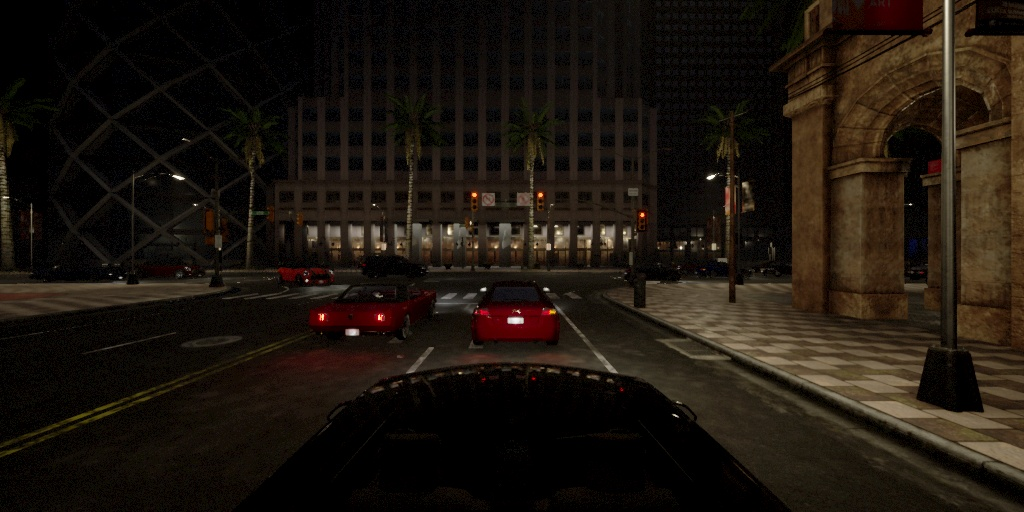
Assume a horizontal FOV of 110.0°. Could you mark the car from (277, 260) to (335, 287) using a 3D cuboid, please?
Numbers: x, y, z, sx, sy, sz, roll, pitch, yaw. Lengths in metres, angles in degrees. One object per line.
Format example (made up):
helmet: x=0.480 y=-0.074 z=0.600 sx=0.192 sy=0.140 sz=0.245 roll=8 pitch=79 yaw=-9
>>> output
car: x=-14.168 y=1.102 z=24.646 sx=4.553 sy=1.767 sz=2.097 roll=0 pitch=0 yaw=37

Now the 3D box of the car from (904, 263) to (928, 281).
car: x=33.497 y=1.297 z=27.821 sx=5.357 sy=1.411 sz=2.033 roll=0 pitch=0 yaw=0

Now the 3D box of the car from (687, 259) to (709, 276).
car: x=17.809 y=1.102 z=35.064 sx=4.553 sy=1.767 sz=2.097 roll=0 pitch=0 yaw=0

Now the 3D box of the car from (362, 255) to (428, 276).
car: x=-10.220 y=0.972 z=31.439 sx=5.566 sy=2.045 sz=2.150 roll=0 pitch=0 yaw=0

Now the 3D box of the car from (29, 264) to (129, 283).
car: x=-33.131 y=1.297 z=27.570 sx=5.357 sy=1.411 sz=2.033 roll=0 pitch=0 yaw=-8

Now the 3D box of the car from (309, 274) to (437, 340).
car: x=-3.419 y=1.351 z=9.931 sx=1.895 sy=1.301 sz=4.718 roll=0 pitch=0 yaw=0

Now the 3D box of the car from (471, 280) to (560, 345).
car: x=0.080 y=1.314 z=9.470 sx=1.994 sy=1.385 sz=4.181 roll=0 pitch=0 yaw=0

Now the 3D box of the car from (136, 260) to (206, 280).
car: x=-29.511 y=1.102 z=31.154 sx=4.553 sy=1.767 sz=2.097 roll=0 pitch=0 yaw=-4

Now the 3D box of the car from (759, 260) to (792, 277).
car: x=26.903 y=1.241 z=35.039 sx=4.902 sy=1.511 sz=2.128 roll=0 pitch=0 yaw=0

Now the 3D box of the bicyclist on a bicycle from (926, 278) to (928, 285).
bicyclist on a bicycle: x=24.674 y=1.050 z=20.563 sx=0.582 sy=1.620 sz=1.656 roll=0 pitch=0 yaw=0

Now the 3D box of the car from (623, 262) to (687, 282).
car: x=10.856 y=1.314 z=27.884 sx=4.181 sy=1.385 sz=1.994 roll=0 pitch=0 yaw=0

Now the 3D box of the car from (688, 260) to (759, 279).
car: x=18.402 y=1.275 z=31.364 sx=4.674 sy=1.442 sz=1.812 roll=0 pitch=0 yaw=0

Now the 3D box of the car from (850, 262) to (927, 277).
car: x=36.676 y=1.297 z=35.004 sx=5.357 sy=1.411 sz=2.033 roll=0 pitch=0 yaw=0
